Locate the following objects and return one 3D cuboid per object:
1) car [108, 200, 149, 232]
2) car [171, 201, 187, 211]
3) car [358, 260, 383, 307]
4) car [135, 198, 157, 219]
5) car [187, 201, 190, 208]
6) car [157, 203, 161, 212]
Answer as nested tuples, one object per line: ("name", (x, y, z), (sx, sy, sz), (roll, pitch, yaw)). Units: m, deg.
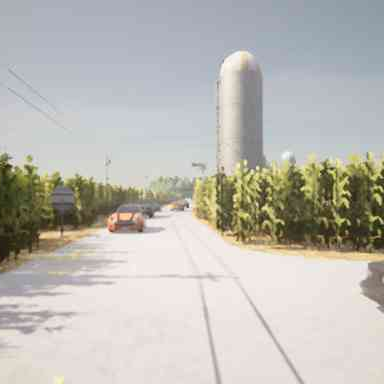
("car", (-4.186, 1.637, 22.074), (2.097, 1.767, 4.553), (0, -1, -4))
("car", (-2.175, 2.132, 51.047), (1.882, 1.535, 5.008), (0, -1, 1))
("car", (5.971, 1.624, 5.987), (5.357, 1.411, 2.033), (0, -1, -3))
("car", (-5.185, 1.676, 35.121), (2.150, 2.045, 5.566), (0, -1, -4))
("car", (-1.537, 2.364, 63.818), (2.033, 1.411, 5.357), (0, -1, 4))
("car", (-5.614, 2.184, 48.293), (1.994, 1.385, 4.181), (0, -1, 1))
